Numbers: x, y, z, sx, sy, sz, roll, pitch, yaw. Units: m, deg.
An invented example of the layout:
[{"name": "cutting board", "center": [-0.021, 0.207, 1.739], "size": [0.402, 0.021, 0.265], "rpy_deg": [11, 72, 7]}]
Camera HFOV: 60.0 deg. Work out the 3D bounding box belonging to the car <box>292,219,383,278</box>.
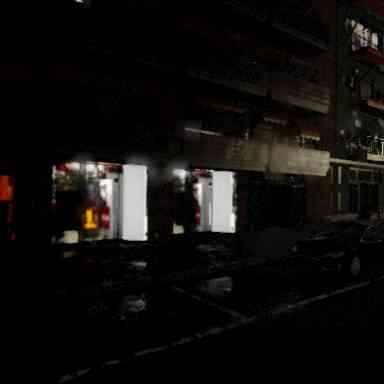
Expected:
[{"name": "car", "center": [4.843, 1.527, 10.004], "size": [4.403, 1.369, 2.008], "rpy_deg": [0, 1, -36]}]
